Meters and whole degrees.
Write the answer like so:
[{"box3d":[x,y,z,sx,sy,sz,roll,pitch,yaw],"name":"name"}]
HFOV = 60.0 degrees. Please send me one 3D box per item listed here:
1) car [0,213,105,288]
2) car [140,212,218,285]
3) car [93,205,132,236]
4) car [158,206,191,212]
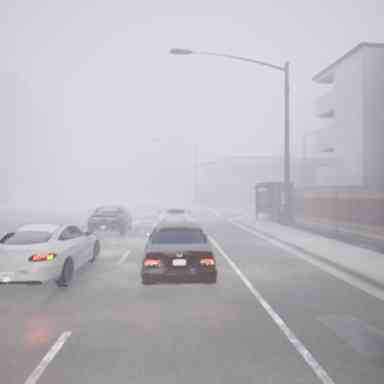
[{"box3d":[-3.882,1.532,9.086,1.812,1.442,4.674,0,0,-3],"name":"car"},{"box3d":[-0.395,1.546,9.571,2.033,1.411,5.357,0,0,-3],"name":"car"},{"box3d":[-4.468,1.498,18.543,2.128,1.511,4.902,0,0,-4],"name":"car"},{"box3d":[-1.011,1.524,19.237,1.812,1.442,4.674,0,0,-4],"name":"car"}]
